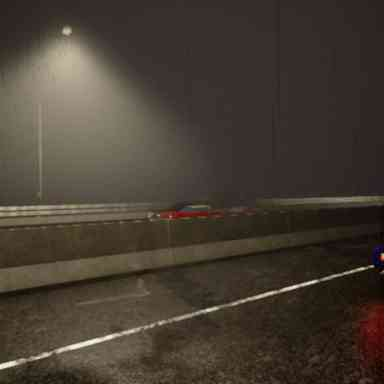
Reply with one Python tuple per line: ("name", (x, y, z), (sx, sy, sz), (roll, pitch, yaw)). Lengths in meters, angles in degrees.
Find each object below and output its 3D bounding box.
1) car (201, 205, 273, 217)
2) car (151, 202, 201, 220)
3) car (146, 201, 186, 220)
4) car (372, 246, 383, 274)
("car", (2.918, 1.465, 18.888), (4.181, 1.385, 1.994), (-1, 0, -35))
("car", (0.099, 1.509, 21.190), (4.718, 1.301, 1.895), (-1, 0, -35))
("car", (-1.094, 1.426, 24.626), (4.674, 1.442, 1.812), (-1, 0, -35))
("car", (6.656, 1.526, 8.444), (4.718, 1.301, 1.895), (-1, 0, -35))
